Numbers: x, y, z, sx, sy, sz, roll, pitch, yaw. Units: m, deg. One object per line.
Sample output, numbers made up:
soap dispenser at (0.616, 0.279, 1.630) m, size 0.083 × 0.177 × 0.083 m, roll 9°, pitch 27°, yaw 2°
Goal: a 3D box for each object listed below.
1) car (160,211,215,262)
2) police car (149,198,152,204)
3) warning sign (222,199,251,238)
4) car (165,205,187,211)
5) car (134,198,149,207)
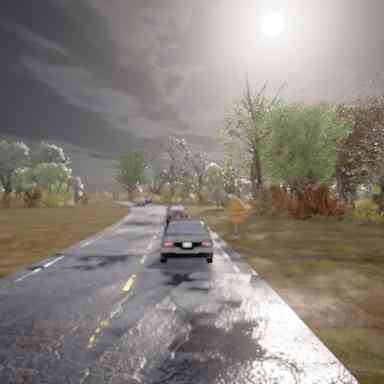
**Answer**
car at (-0.232, 1.679, 12.649) m, size 2.033 × 1.411 × 5.357 m, roll 0°, pitch -1°, yaw -2°
police car at (-11.498, 2.318, 86.127) m, size 1.930 × 1.638 × 5.238 m, roll 0°, pitch -1°, yaw -16°
warning sign at (2.219, 1.289, 16.743) m, size 1.300 × 1.860 × 1.060 m, roll 0°, pitch 0°, yaw -3°
car at (-1.361, 1.826, 29.040) m, size 1.812 × 1.442 × 4.674 m, roll 0°, pitch 0°, yaw -5°
car at (-10.046, 2.221, 64.840) m, size 2.033 × 1.411 × 5.357 m, roll 0°, pitch -1°, yaw -12°
